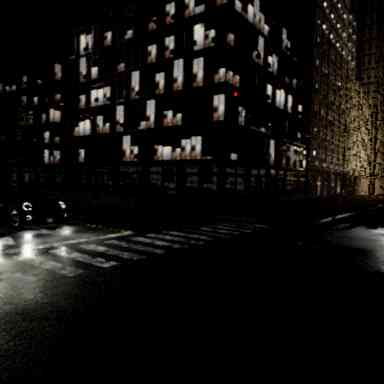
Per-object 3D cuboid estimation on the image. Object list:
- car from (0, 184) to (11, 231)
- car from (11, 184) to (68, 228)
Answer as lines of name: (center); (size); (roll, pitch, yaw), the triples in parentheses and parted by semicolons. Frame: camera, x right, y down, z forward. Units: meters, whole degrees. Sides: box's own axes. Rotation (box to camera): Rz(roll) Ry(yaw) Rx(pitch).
car: (-8.773, 0.546, 11.829); (4.553, 1.767, 2.097); (4, 3, 35)
car: (-7.659, 0.468, 15.015); (4.553, 1.767, 2.097); (4, 3, 35)
